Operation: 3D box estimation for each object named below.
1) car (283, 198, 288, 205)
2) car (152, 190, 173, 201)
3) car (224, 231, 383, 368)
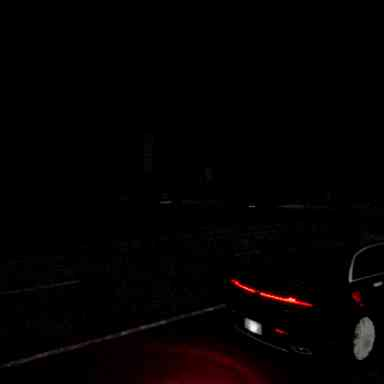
[{"bbox_3d":[10.121,0.945,43.486,1.882,1.535,5.008,-1,1,-39],"label":"car"},{"bbox_3d":[-5.831,0.714,63.485,2.150,2.045,5.566,-1,0,-38],"label":"car"},{"bbox_3d":[2.758,1.445,5.708,4.892,1.490,1.837,-1,1,-36],"label":"car"}]
